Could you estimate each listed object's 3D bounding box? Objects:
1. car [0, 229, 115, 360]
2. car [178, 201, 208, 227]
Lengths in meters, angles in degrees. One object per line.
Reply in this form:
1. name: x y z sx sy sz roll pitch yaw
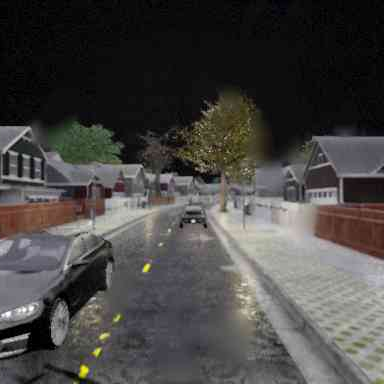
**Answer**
1. car: -2.820 1.526 6.375 2.128 1.511 4.902 0 0 0
2. car: 0.089 1.634 23.884 1.837 1.490 4.892 0 0 0
